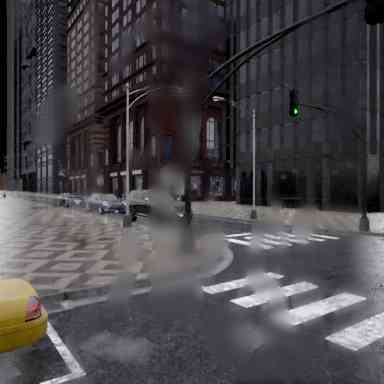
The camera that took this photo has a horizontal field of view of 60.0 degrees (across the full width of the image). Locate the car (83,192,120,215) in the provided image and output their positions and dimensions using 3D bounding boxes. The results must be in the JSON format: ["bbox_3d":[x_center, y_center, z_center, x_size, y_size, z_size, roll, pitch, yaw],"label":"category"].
[{"bbox_3d":[-7.129,0.872,27.684,2.097,1.767,4.553,0,1,-35],"label":"car"}]

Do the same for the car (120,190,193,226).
[{"bbox_3d":[-2.211,0.898,20.820,2.150,2.045,5.566,0,1,-36],"label":"car"}]

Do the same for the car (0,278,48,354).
[{"bbox_3d":[-4.246,1.525,3.627,4.829,1.417,1.752,0,0,-35],"label":"car"}]

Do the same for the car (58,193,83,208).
[{"bbox_3d":[-13.146,0.826,36.087,2.128,1.511,4.902,0,1,-36],"label":"car"}]

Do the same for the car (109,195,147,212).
[{"bbox_3d":[-6.158,1.037,31.815,1.994,1.385,4.181,0,1,-36],"label":"car"}]
